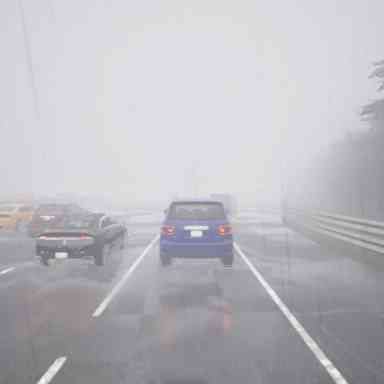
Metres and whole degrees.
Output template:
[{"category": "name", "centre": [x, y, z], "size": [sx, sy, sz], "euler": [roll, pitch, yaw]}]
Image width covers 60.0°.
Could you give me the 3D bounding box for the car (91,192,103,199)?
[{"category": "car", "centre": [-24.754, 0.949, 86.795], "size": [2.097, 1.767, 4.553], "euler": [0, 0, -1]}]

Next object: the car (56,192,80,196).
[{"category": "car", "centre": [-21.052, 1.085, 55.085], "size": [2.150, 2.045, 5.566], "euler": [0, 0, 0]}]

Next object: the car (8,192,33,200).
[{"category": "car", "centre": [-28.039, 1.084, 54.988], "size": [2.150, 2.045, 5.566], "euler": [0, 0, 0]}]

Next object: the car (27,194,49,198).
[{"category": "car", "centre": [-24.543, 1.410, 55.106], "size": [2.033, 1.411, 5.357], "euler": [0, 0, 0]}]

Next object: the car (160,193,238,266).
[{"category": "car", "centre": [0.172, 1.195, 11.563], "size": [2.150, 2.045, 5.566], "euler": [0, 0, 1]}]

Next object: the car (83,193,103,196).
[{"category": "car", "centre": [-21.104, 1.249, 70.954], "size": [1.812, 1.442, 4.674], "euler": [0, 1, 0]}]

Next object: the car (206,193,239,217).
[{"category": "car", "centre": [3.042, 1.184, 31.977], "size": [2.150, 2.045, 5.566], "euler": [1, 0, 15]}]

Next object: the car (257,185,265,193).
[{"category": "car", "centre": [17.741, -0.439, 84.837], "size": [2.033, 1.411, 5.357], "euler": [0, 3, 11]}]

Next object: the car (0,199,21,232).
[{"category": "car", "centre": [-10.360, 1.433, 19.704], "size": [1.882, 1.535, 5.008], "euler": [0, 0, 0]}]

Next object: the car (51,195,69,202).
[{"category": "car", "centre": [-28.103, 1.320, 70.820], "size": [1.895, 1.301, 4.718], "euler": [0, 1, 0]}]

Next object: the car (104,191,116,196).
[{"category": "car", "centre": [-21.253, 0.820, 86.748], "size": [2.150, 2.045, 5.566], "euler": [0, 0, -1]}]

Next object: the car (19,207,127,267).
[{"category": "car", "centre": [-3.477, 1.466, 11.307], "size": [2.128, 1.511, 4.902], "euler": [0, 0, 0]}]

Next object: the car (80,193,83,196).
[{"category": "car", "centre": [-24.604, 1.202, 70.932], "size": [1.882, 1.535, 5.008], "euler": [0, 1, 0]}]

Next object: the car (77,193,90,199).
[{"category": "car", "centre": [-28.253, 1.071, 86.685], "size": [1.882, 1.535, 5.008], "euler": [0, 0, -1]}]

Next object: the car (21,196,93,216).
[{"category": "car", "centre": [-6.864, 1.312, 17.893], "size": [2.097, 1.767, 4.553], "euler": [0, 0, 0]}]
